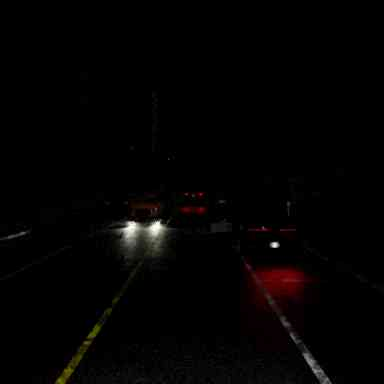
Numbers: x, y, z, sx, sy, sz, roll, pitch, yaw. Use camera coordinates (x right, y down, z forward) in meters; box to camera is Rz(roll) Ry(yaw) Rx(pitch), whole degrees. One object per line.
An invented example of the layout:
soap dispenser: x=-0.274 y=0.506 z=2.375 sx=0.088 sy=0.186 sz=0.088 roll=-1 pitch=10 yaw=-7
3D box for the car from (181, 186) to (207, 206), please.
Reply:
car: x=0.206 y=0.390 z=36.812 sx=2.150 sy=2.045 sz=5.566 roll=0 pitch=1 yaw=1

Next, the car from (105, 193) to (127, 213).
car: x=-5.651 y=0.831 z=26.891 sx=1.967 sy=1.590 sz=4.097 roll=0 pitch=1 yaw=0

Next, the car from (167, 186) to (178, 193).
car: x=-5.399 y=-0.605 z=86.109 sx=2.192 sy=1.841 sz=5.009 roll=0 pitch=1 yaw=0

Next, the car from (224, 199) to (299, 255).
car: x=2.404 y=1.227 z=12.043 sx=1.837 sy=1.490 sz=4.892 roll=0 pitch=1 yaw=0

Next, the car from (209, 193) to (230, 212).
car: x=2.898 y=0.790 z=32.485 sx=1.752 sy=1.417 sz=4.829 roll=0 pitch=1 yaw=0

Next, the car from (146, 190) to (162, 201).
car: x=-5.559 y=0.434 z=48.545 sx=1.752 sy=1.417 sz=4.829 roll=0 pitch=1 yaw=0

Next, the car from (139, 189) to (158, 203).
car: x=-5.581 y=0.466 z=43.258 sx=1.967 sy=1.590 sz=4.097 roll=0 pitch=1 yaw=0

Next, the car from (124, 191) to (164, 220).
car: x=-3.006 y=0.962 z=22.715 sx=1.882 sy=1.535 sz=5.008 roll=0 pitch=1 yaw=0

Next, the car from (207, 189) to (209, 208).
car: x=2.921 y=0.712 z=37.771 sx=1.947 sy=1.339 sz=4.313 roll=0 pitch=1 yaw=0
